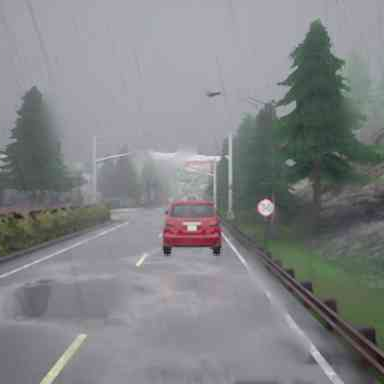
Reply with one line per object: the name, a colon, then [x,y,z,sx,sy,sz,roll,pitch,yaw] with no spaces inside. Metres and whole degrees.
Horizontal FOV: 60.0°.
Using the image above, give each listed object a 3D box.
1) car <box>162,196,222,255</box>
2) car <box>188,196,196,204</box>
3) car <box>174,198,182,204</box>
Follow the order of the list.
car: [0.003,1.348,14.010,2.150,2.045,5.566,0,0,0]
car: [0.011,1.936,84.734,2.150,2.045,5.566,0,-1,0]
car: [-3.489,2.334,84.059,1.994,1.385,4.181,0,-1,0]
